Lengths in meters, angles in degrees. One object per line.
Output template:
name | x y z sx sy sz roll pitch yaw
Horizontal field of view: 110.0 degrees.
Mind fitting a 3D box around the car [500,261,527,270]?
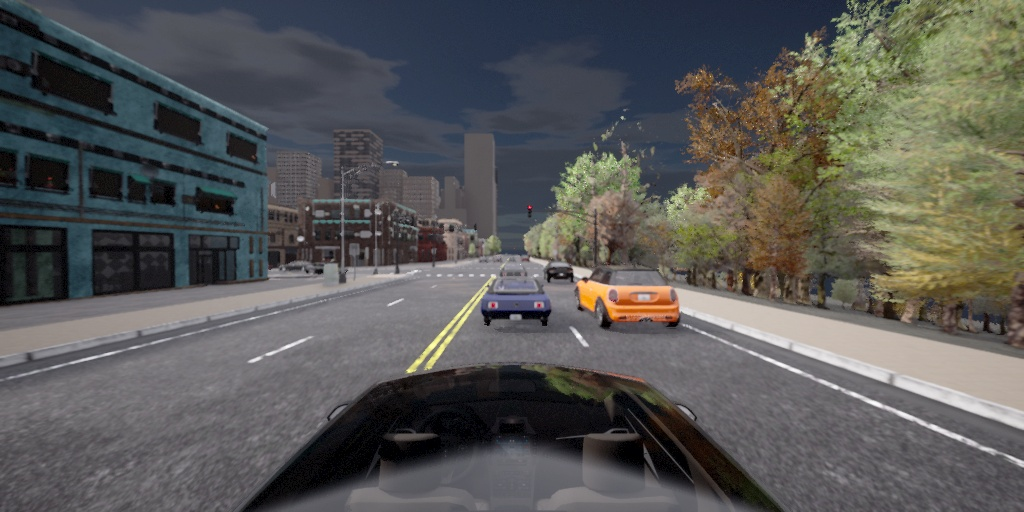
car | 0.122 1.233 26.134 1.895 1.301 4.718 0 0 0

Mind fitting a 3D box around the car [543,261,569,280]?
car | 3.371 1.108 26.599 1.882 1.535 5.008 0 0 1

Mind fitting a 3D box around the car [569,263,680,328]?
car | 3.362 1.059 11.352 2.097 1.767 4.553 0 1 -1

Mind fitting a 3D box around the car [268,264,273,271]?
car | -33.778 1.441 47.252 4.207 1.307 1.802 0 0 0

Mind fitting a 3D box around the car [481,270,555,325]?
car | 0.109 1.303 11.597 1.895 1.301 4.718 0 0 0

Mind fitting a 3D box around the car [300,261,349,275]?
car | -19.916 1.390 38.721 4.313 1.339 1.948 0 0 0

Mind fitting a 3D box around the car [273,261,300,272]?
car | -28.242 1.346 47.240 4.403 1.370 2.007 0 0 0
